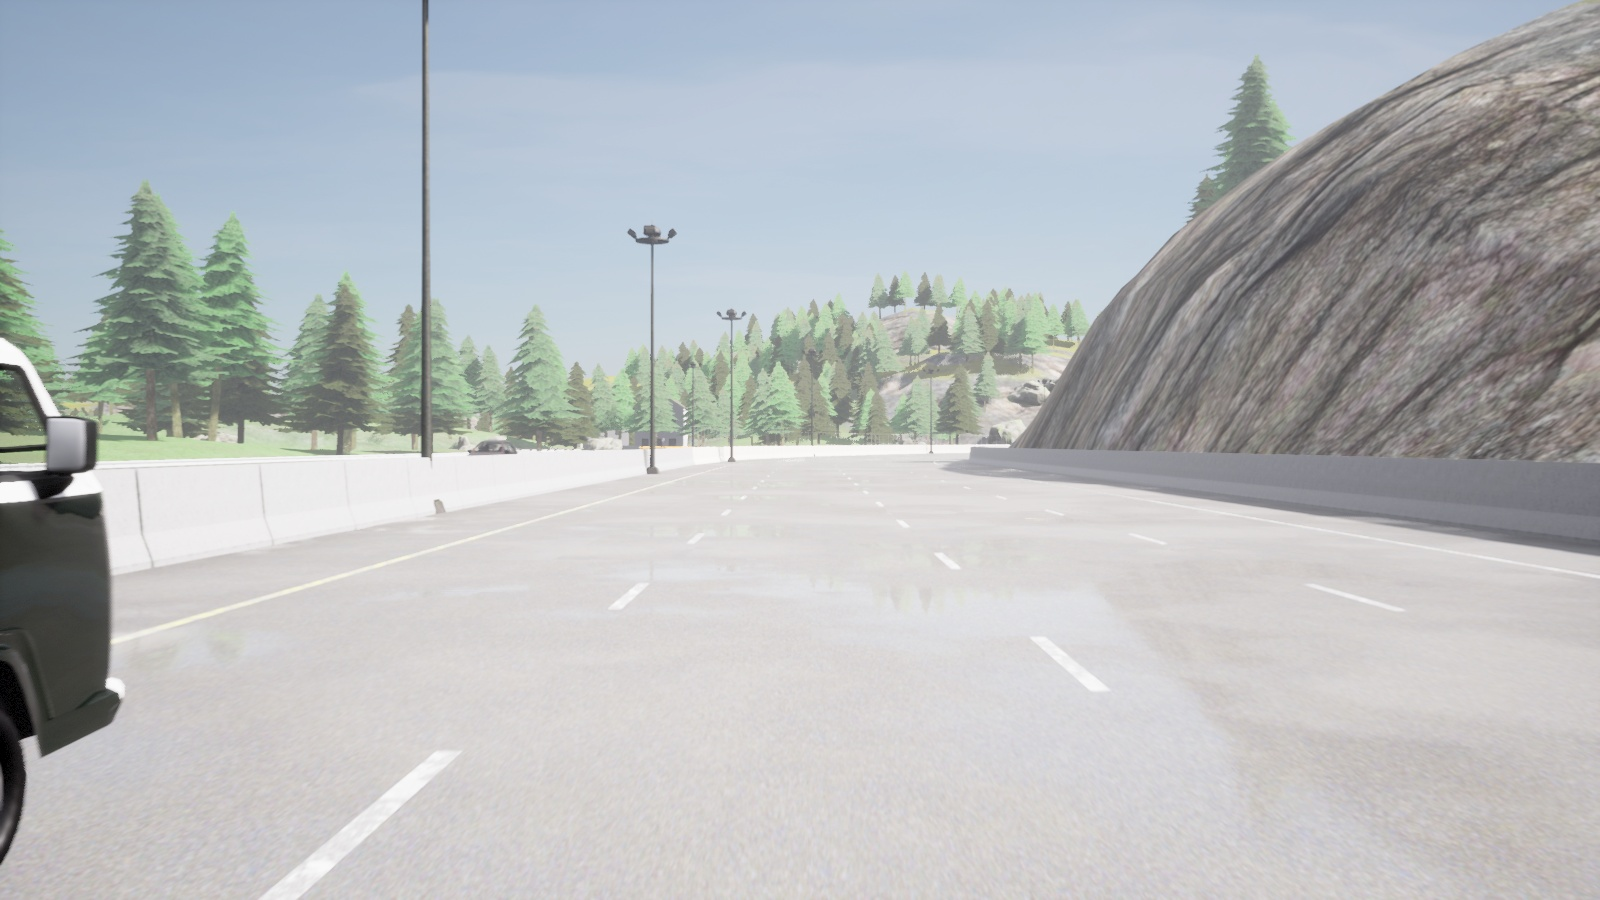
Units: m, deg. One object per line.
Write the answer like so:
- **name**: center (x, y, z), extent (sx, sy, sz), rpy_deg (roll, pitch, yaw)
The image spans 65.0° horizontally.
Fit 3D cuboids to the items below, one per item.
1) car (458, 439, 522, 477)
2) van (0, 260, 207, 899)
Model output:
- **car**: center (-13.669, 0.319, 55.593), extent (1.851, 1.617, 3.988), rpy_deg (0, 0, 0)
- **van**: center (-3.468, 0.453, 2.878), extent (2.069, 2.038, 4.480), rpy_deg (0, 1, 0)
